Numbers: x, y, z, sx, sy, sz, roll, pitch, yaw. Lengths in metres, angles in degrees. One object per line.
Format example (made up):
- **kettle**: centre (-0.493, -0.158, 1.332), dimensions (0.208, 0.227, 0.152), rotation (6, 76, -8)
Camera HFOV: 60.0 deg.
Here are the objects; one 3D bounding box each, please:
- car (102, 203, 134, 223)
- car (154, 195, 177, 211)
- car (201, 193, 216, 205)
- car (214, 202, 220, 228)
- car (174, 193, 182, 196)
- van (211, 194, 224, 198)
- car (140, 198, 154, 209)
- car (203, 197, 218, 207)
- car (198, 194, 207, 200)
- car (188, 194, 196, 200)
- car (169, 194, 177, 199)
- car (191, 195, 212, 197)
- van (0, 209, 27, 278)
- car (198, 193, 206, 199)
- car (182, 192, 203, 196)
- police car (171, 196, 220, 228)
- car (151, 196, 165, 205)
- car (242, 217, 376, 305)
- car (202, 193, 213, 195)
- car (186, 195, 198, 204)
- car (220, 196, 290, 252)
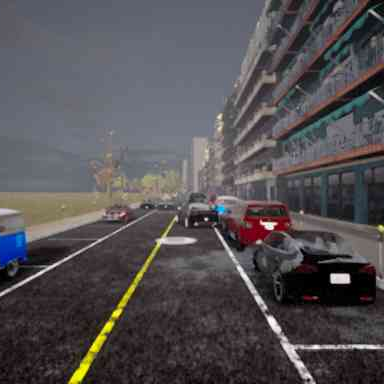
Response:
- **car**: centre (-5.307, 1.475, 24.325), dimensions (1.802, 1.307, 4.206), rotation (1, 0, 0)
- **car**: centre (-2.843, 1.398, 37.830), dimensions (1.994, 1.385, 4.181), rotation (0, 0, 0)
- **car**: centre (2.577, 1.082, 53.139), dimensions (2.192, 1.841, 5.009), rotation (1, 0, 0)
- **car**: centre (2.574, 1.481, 19.174), dimensions (1.947, 1.339, 4.313), rotation (1, 0, 0)
- **car**: centre (-2.748, 0.947, 79.157), dimensions (1.812, 1.442, 4.674), rotation (0, 0, 0)
- **van**: centre (2.576, 1.232, 24.835), dimensions (1.690, 1.788, 3.998), rotation (1, 0, 0)
- **car**: centre (-5.306, 1.384, 41.287), dimensions (1.947, 1.339, 4.313), rotation (1, 0, 0)
- **car**: centre (2.574, 1.373, 47.480), dimensions (1.802, 1.307, 4.206), rotation (1, 0, 0)
- **car**: centre (2.575, 1.198, 81.445), dimensions (2.008, 1.369, 4.403), rotation (1, 0, 0)
- **car**: centre (0.001, 1.079, 73.175), dimensions (1.812, 1.442, 4.674), rotation (0, 0, 0)
- **car**: centre (-5.305, 1.154, 92.172), dimensions (2.008, 1.369, 4.403), rotation (1, 0, 0)
- **car**: centre (0.825, 1.367, 31.561), dimensions (1.837, 1.490, 4.892), rotation (0, 0, 0)
- **van**: centre (-5.304, 1.308, 7.361), dimensions (1.690, 1.788, 3.998), rotation (1, 0, 0)
- **car**: centre (2.577, 1.064, 87.106), dimensions (1.967, 1.590, 4.097), rotation (1, 0, 0)
- **car**: centre (0.382, 1.055, 37.500), dimensions (2.150, 2.045, 5.566), rotation (0, 0, -5)
- **police car**: centre (0.208, 1.331, 21.415), dimensions (1.930, 1.638, 5.238), rotation (0, 0, -14)
- **car**: centre (-5.306, 1.352, 52.594), dimensions (1.802, 1.307, 4.206), rotation (1, 0, 0)
- **car**: centre (2.573, 1.531, 7.853), dimensions (1.947, 1.339, 4.313), rotation (1, 0, 0)
- **car**: centre (2.577, 1.156, 36.157), dimensions (2.192, 1.841, 5.009), rotation (1, 0, 0)
- **car**: centre (0.001, 1.293, 58.175), dimensions (2.033, 1.411, 5.357), rotation (0, 0, 0)
- **car**: centre (2.576, 1.255, 13.513), dimensions (2.192, 1.841, 5.009), rotation (1, 0, 0)
